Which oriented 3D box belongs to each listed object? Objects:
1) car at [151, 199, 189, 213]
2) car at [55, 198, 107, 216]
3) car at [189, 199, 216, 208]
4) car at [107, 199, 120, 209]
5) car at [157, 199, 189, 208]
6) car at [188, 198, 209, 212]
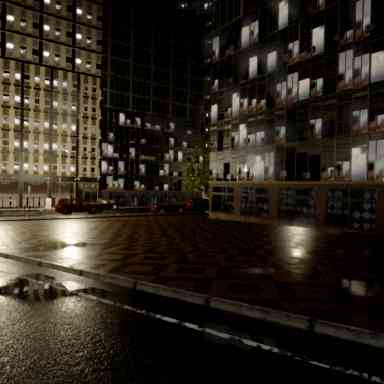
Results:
[{"bbox_3d":[-3.163,1.967,43.229,4.507,1.381,1.887,1,1,-34],"label":"car"},{"bbox_3d":[-12.525,1.647,36.838,5.009,1.841,2.192,1,1,-34],"label":"car"},{"bbox_3d":[1.767,1.874,56.127,4.313,1.339,1.947,1,1,-34],"label":"car"},{"bbox_3d":[-12.284,1.722,46.546,4.403,1.369,2.008,1,1,-34],"label":"car"},{"bbox_3d":[-3.056,1.786,52.837,4.829,1.417,1.752,1,1,-34],"label":"car"},{"bbox_3d":[1.525,1.783,46.419,5.009,1.841,2.192,1,1,-34],"label":"car"}]
